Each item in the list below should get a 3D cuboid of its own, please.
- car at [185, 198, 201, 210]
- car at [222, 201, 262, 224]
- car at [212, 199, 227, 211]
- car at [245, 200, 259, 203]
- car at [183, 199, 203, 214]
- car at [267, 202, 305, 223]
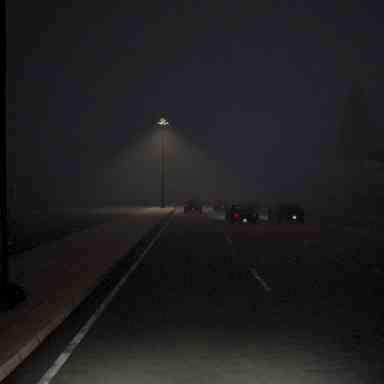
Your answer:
[{"bbox_3d":[0.103,1.584,44.601,1.994,1.385,4.181,0,0,0],"label":"car"},{"bbox_3d":[3.601,1.612,24.722,1.895,1.301,4.718,0,0,0],"label":"car"},{"bbox_3d":[3.606,1.544,41.145,1.812,1.442,4.674,0,0,0],"label":"car"},{"bbox_3d":[7.103,1.619,40.421,1.895,1.301,4.718,0,0,0],"label":"car"},{"bbox_3d":[0.096,1.542,35.841,1.812,1.442,4.674,0,0,0],"label":"car"},{"bbox_3d":[7.101,1.514,25.454,1.837,1.490,4.892,0,-1,0],"label":"car"}]
